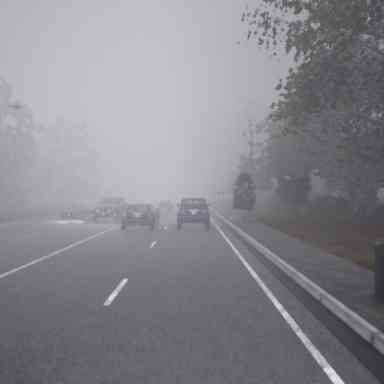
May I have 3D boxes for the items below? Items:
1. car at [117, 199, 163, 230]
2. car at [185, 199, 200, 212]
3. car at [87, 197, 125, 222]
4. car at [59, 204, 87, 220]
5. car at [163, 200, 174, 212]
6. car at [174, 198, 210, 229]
[{"bbox_3d":[-3.400,1.524,22.768,2.097,1.767,4.553,0,0,0],"label":"car"},{"bbox_3d":[0.099,1.754,44.035,1.882,1.535,5.008,0,0,0],"label":"car"},{"bbox_3d":[-7.100,1.435,29.312,2.150,2.045,5.566,0,0,0],"label":"car"},{"bbox_3d":[-10.596,1.785,30.613,1.994,1.385,4.181,0,0,0],"label":"car"},{"bbox_3d":[-3.401,1.780,43.639,1.837,1.490,4.892,0,0,0],"label":"car"},{"bbox_3d":[0.099,1.399,23.364,2.150,2.045,5.566,0,0,0],"label":"car"}]
